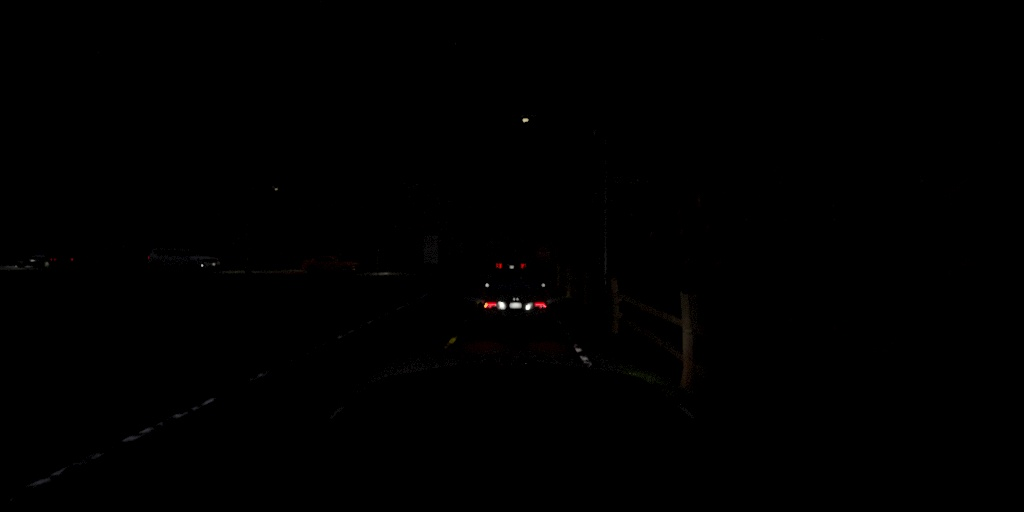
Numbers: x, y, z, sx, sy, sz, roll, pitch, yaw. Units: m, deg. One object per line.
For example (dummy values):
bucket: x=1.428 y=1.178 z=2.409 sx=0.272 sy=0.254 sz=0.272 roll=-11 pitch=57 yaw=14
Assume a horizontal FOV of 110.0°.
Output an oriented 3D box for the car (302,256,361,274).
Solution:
car: x=-16.480 y=0.784 z=32.873 sx=5.008 sy=1.535 sz=1.882 roll=1 pitch=1 yaw=1

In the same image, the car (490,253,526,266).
car: x=-0.305 y=0.771 z=25.521 sx=2.150 sy=2.045 sz=5.566 roll=0 pitch=1 yaw=-6

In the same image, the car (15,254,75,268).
car: x=-47.024 y=0.445 z=36.131 sx=4.181 sy=1.385 sz=1.994 roll=1 pitch=1 yaw=1

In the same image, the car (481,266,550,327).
car: x=0.102 y=1.217 z=11.144 sx=2.033 sy=1.411 sz=5.357 roll=0 pitch=0 yaw=0

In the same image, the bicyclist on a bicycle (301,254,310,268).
bicyclist on a bicycle: x=-22.405 y=0.615 z=38.917 sx=0.582 sy=1.620 sz=1.656 roll=1 pitch=1 yaw=1

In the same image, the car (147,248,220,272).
car: x=-30.198 y=0.348 z=33.028 sx=5.566 sy=2.045 sz=2.150 roll=2 pitch=1 yaw=1

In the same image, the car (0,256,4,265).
car: x=-51.206 y=0.081 z=33.373 sx=5.566 sy=2.045 sz=2.150 roll=1 pitch=1 yaw=1
